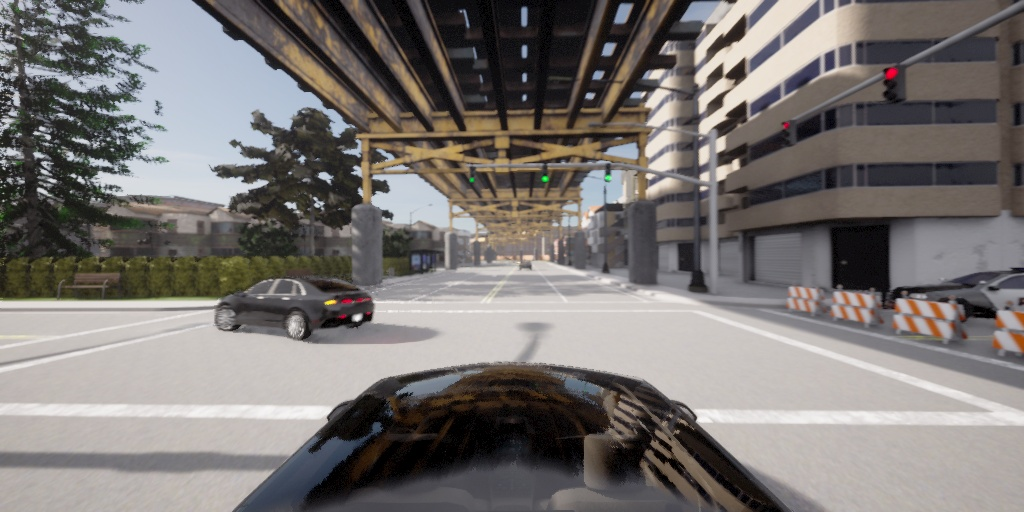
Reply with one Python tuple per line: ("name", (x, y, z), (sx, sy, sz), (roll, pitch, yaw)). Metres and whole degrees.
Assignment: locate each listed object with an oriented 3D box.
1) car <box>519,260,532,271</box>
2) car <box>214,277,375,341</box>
("car", (1.981, 1.311, 51.979), (2.128, 1.511, 4.902), (0, 0, 2))
("car", (-6.103, 1.322, 10.016), (4.892, 1.490, 1.837), (-1, -3, 24))
